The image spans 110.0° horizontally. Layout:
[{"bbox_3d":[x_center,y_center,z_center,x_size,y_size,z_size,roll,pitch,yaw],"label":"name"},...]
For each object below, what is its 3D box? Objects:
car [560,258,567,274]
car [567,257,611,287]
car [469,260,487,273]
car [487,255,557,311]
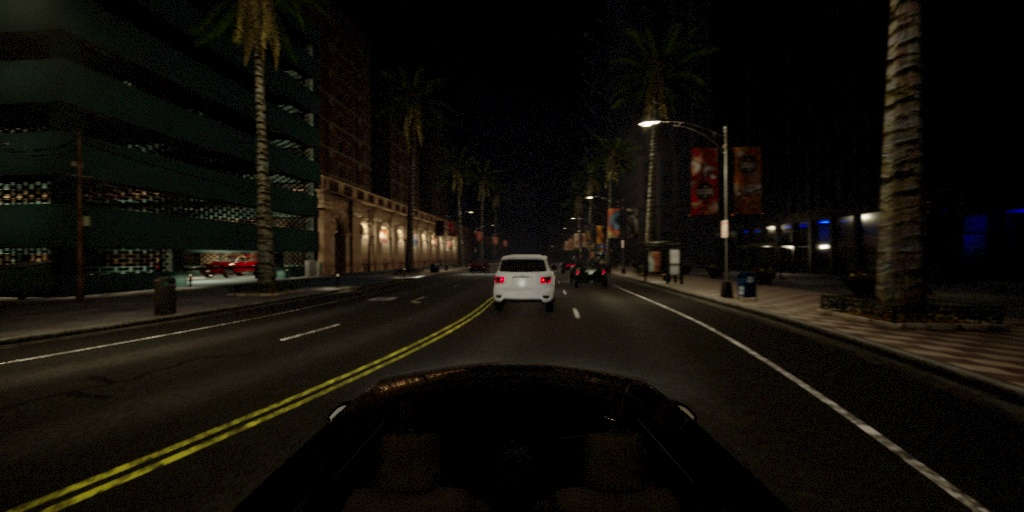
[{"bbox_3d":[6.628,1.210,41.368,1.837,1.490,4.892,0,0,5],"label":"car"},{"bbox_3d":[5.082,1.067,24.275,2.097,1.767,4.553,0,0,5],"label":"car"},{"bbox_3d":[-3.889,1.249,43.503,1.882,1.535,5.008,0,0,5],"label":"car"},{"bbox_3d":[0.632,0.966,14.645,2.150,2.045,5.566,0,0,6],"label":"car"}]
